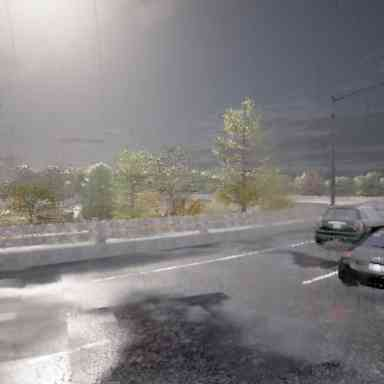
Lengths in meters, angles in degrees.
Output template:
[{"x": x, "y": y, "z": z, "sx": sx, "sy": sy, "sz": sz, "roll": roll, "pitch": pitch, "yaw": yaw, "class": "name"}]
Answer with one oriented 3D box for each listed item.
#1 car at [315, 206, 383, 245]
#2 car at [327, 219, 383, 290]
[{"x": 7.377, "y": 1.395, "z": 14.840, "sx": 4.553, "sy": 1.767, "sz": 2.097, "roll": 0, "pitch": 0, "yaw": -43, "class": "car"}, {"x": 5.461, "y": 1.585, "z": 8.389, "sx": 4.181, "sy": 1.385, "sz": 1.994, "roll": 0, "pitch": 0, "yaw": -41, "class": "car"}]
